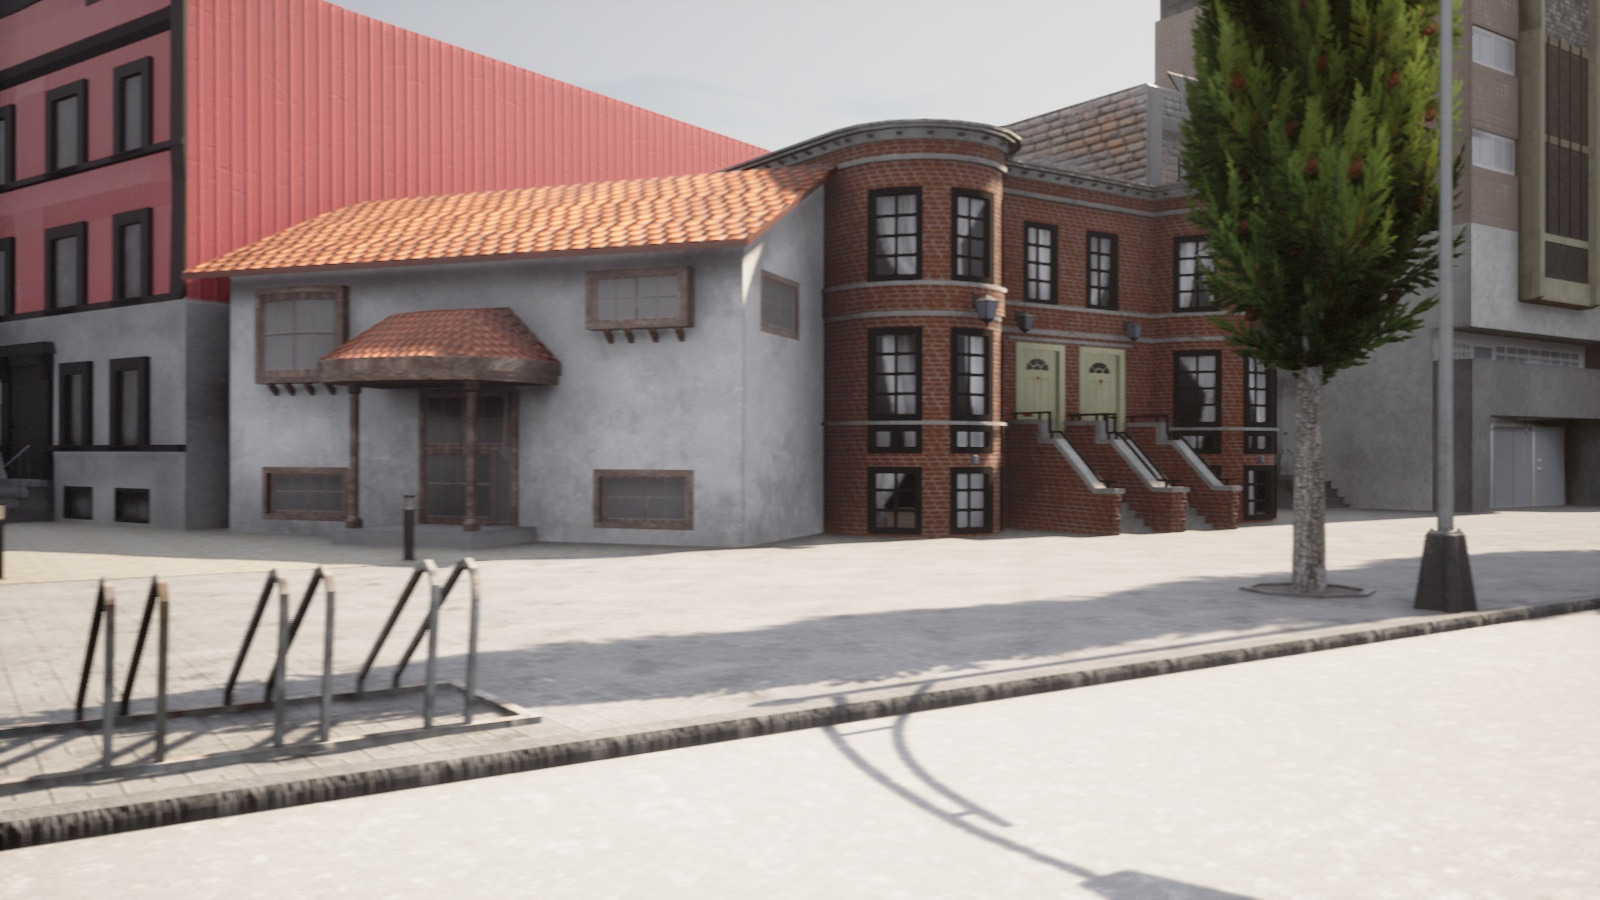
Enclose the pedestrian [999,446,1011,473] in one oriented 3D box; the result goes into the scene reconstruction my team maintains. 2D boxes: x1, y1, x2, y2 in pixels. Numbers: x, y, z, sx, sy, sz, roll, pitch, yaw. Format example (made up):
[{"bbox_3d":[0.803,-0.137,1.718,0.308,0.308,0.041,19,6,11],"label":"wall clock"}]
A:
[{"bbox_3d":[13.916,0.625,85.134,0.431,1.840,0.703,0,0,-36],"label":"pedestrian"}]
